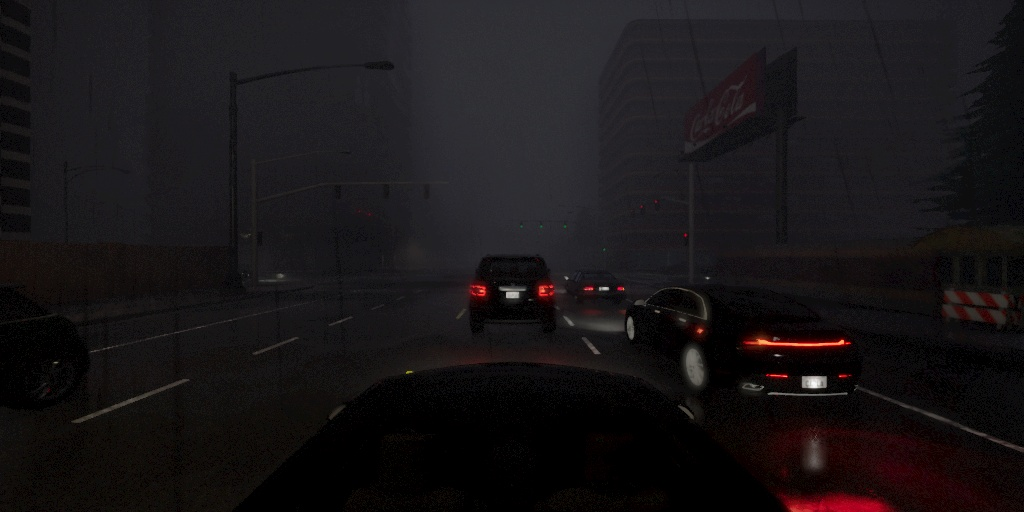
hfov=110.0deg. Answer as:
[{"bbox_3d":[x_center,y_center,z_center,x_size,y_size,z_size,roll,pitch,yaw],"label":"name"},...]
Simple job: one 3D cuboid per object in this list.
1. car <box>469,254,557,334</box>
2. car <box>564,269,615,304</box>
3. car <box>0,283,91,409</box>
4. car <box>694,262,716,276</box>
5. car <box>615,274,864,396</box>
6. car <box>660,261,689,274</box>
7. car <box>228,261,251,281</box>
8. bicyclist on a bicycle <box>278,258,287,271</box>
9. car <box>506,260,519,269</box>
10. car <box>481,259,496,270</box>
[{"bbox_3d":[0.043,0.971,10.758,2.150,2.045,5.566,0,0,1],"label":"car"},{"bbox_3d":[3.590,1.297,16.219,2.033,1.411,5.357,0,0,1],"label":"car"},{"bbox_3d":[-7.095,1.102,3.115,2.097,1.767,4.553,0,0,0],"label":"car"},{"bbox_3d":[21.315,1.228,35.738,5.008,1.535,1.882,0,0,0],"label":"car"},{"bbox_3d":[3.600,1.255,6.691,1.837,1.490,4.892,0,0,0],"label":"car"},{"bbox_3d":[18.632,1.276,39.223,4.674,1.442,1.812,0,0,0],"label":"car"},{"bbox_3d":[-23.214,1.255,28.296,4.892,1.490,1.837,0,0,0],"label":"car"},{"bbox_3d":[-28.008,1.051,43.751,0.582,1.620,1.656,0,0,0],"label":"bicyclist on a bicycle"},{"bbox_3d":[0.074,1.314,55.690,1.994,1.385,4.181,0,0,0],"label":"car"},{"bbox_3d":[-3.557,1.276,54.949,1.812,1.442,4.674,0,0,0],"label":"car"}]
